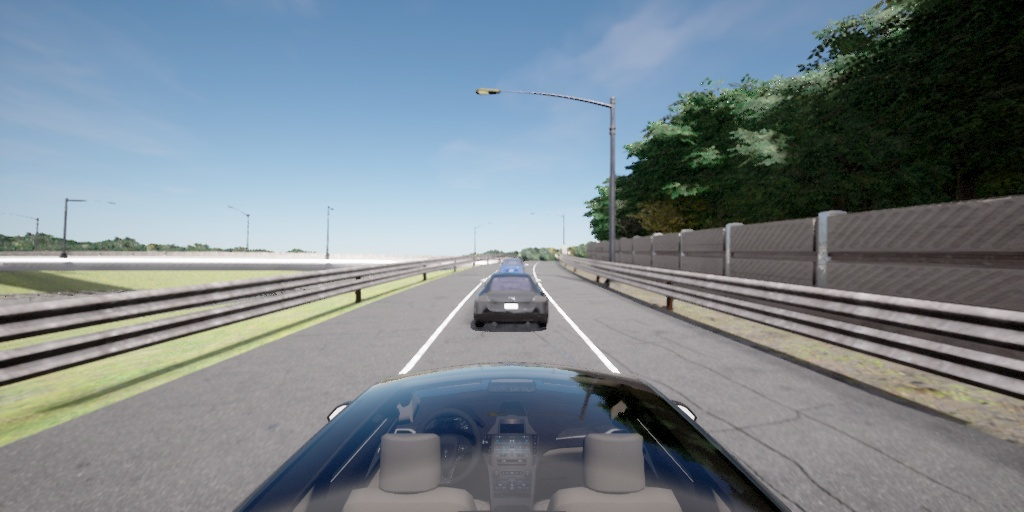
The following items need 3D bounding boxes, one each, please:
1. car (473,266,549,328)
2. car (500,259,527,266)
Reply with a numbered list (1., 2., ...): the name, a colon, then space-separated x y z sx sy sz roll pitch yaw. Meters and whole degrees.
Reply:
1. car: -0.031 1.162 10.769 1.994 1.385 4.181 0 1 0
2. car: 0.065 0.897 25.225 2.033 1.411 5.357 0 1 2
